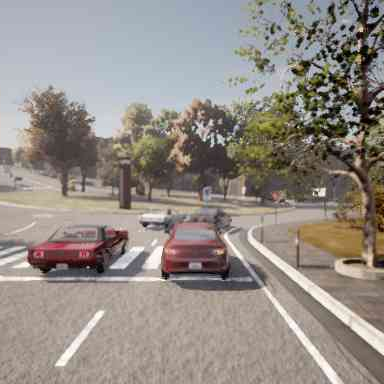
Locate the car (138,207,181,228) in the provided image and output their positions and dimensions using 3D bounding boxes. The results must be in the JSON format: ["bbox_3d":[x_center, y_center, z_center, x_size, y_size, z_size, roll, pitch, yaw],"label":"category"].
[{"bbox_3d":[-1.867,1.713,23.012,1.895,1.301,4.718,1,0,17],"label":"car"}]

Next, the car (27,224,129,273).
[{"bbox_3d":[-3.391,1.691,10.996,1.895,1.301,4.718,0,0,1],"label":"car"}]

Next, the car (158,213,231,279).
[{"bbox_3d":[0.091,1.613,10.267,1.812,1.442,4.674,0,0,0],"label":"car"}]

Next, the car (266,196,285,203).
[{"bbox_3d":[16.007,1.340,64.588,1.895,1.301,4.718,-1,1,-23],"label":"car"}]

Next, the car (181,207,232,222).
[{"bbox_3d":[1.268,1.665,21.503,2.033,1.411,5.357,1,0,17],"label":"car"}]

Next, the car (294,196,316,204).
[{"bbox_3d":[20.617,1.308,60.871,2.128,1.511,4.902,0,1,-15],"label":"car"}]
